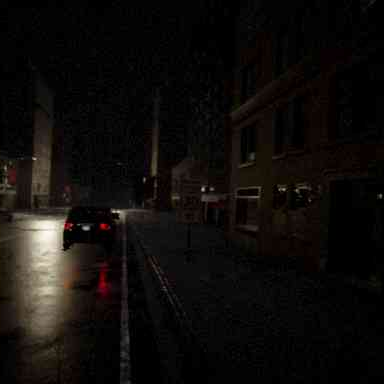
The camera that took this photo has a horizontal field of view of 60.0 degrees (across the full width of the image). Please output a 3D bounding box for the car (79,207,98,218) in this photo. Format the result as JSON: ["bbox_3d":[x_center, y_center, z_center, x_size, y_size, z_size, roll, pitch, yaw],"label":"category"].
[{"bbox_3d":[-14.694,2.874,47.518,2.033,1.411,5.357,2,-2,-11],"label":"car"}]

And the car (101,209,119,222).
[{"bbox_3d":[-9.864,2.825,40.441,1.895,1.301,4.718,2,-2,-11],"label":"car"}]

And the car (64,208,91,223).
[{"bbox_3d":[-12.359,2.536,36.342,2.033,1.411,5.357,2,-2,-11],"label":"car"}]

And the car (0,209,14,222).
[{"bbox_3d":[-17.814,2.170,29.994,1.895,1.301,4.718,2,-2,-11],"label":"car"}]

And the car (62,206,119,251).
[{"bbox_3d":[-4.999,1.712,16.741,2.150,2.045,5.566,2,-2,-11],"label":"car"}]
